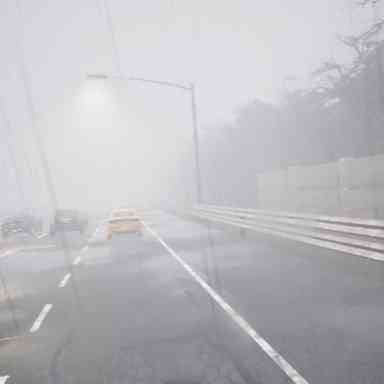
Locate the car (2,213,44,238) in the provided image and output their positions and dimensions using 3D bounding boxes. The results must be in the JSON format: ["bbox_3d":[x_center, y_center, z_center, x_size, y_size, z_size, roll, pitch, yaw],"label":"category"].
[{"bbox_3d":[-12.128,2.308,24.081,1.837,1.490,4.892,-4,0,-12],"label":"car"}]

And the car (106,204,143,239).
[{"bbox_3d":[-4.067,1.764,19.941,1.882,1.535,5.008,-4,0,-12],"label":"car"}]

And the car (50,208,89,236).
[{"bbox_3d":[-8.474,1.921,23.212,2.097,1.767,4.553,-4,0,-12],"label":"car"}]
